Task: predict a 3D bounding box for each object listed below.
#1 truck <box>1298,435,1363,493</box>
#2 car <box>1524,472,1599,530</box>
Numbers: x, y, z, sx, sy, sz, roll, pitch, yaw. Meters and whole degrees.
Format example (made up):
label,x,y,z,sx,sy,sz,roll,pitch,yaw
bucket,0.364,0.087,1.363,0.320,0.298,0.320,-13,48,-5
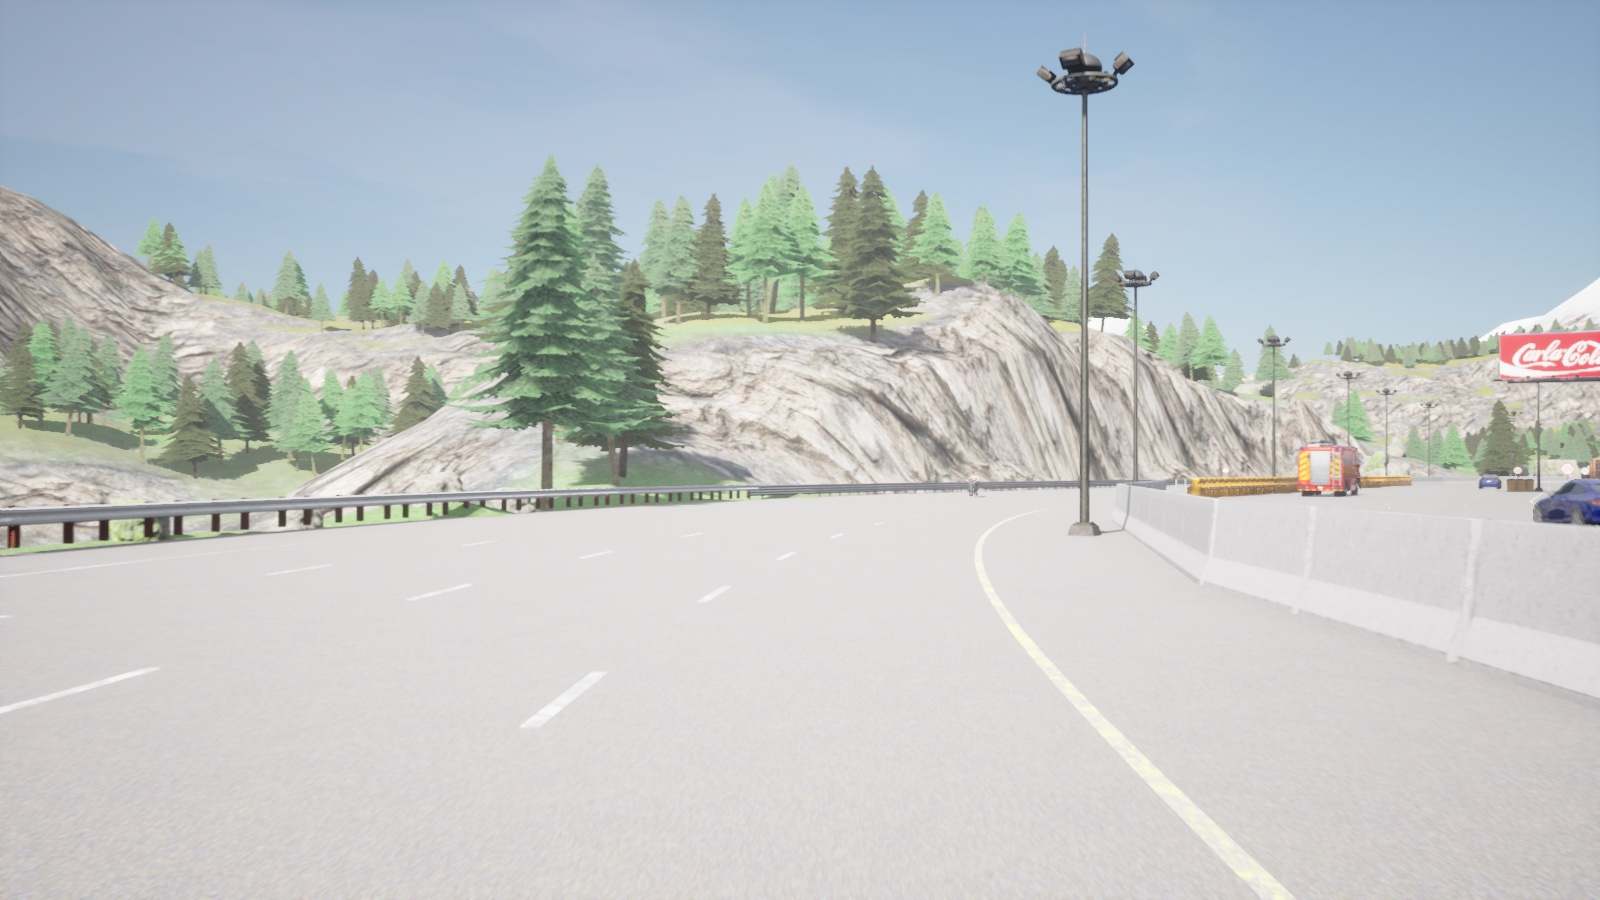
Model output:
label,x,y,z,sx,sy,sz,roll,pitch,yaw
truck,37.092,0.979,87.625,2.891,3.827,8.468,-1,-1,32
car,21.252,1.326,33.713,1.812,1.442,4.674,-1,-1,13
